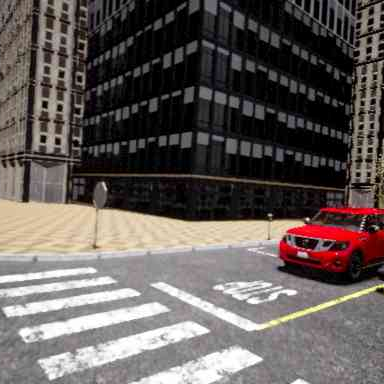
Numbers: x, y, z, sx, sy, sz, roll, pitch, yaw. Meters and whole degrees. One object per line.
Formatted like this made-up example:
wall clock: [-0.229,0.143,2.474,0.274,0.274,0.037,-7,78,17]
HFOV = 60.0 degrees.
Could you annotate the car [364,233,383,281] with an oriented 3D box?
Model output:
car: [7.327,2.014,9.228,5.357,1.411,2.033,4,0,-33]

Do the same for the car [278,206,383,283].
car: [5.256,1.543,11.180,5.566,2.045,2.150,3,0,-40]
